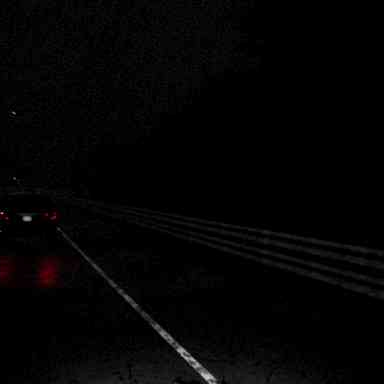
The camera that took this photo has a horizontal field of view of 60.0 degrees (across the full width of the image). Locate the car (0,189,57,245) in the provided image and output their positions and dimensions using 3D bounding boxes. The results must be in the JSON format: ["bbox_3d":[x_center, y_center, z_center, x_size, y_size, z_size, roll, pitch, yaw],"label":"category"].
[{"bbox_3d":[-7.247,1.027,14.526,2.150,2.045,5.566,2,0,-27],"label":"car"}]

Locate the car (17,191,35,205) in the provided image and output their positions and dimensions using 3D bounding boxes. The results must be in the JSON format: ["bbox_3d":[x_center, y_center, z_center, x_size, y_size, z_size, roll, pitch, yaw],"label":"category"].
[{"bbox_3d":[-23.178,0.769,46.529,2.097,1.767,4.553,2,0,-25],"label":"car"}]

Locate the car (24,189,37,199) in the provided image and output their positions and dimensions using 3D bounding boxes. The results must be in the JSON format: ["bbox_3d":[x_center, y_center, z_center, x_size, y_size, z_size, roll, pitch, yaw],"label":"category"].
[{"bbox_3d":[-34.792,0.338,71.857,2.150,2.045,5.566,2,0,-24],"label":"car"}]

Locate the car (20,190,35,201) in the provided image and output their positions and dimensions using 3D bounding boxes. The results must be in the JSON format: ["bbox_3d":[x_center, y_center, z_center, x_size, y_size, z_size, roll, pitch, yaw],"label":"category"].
[{"bbox_3d":[-28.201,0.639,57.258,2.097,1.767,4.553,2,0,-25],"label":"car"}]
